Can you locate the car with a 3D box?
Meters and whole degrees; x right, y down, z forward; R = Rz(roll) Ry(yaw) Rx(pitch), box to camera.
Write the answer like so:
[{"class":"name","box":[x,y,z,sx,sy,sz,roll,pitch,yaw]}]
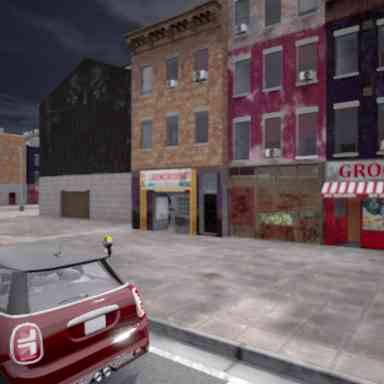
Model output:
[{"class":"car","box":[-2.609,1.436,4.671,4.097,1.590,1.967,0,0,36]}]
